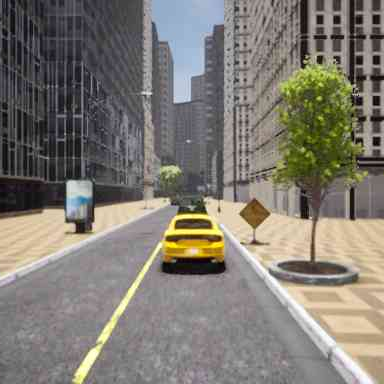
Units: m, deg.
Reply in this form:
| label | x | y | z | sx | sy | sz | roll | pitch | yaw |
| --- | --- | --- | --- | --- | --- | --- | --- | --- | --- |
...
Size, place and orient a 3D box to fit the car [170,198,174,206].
| label | x | y | z | sx | sy | sz | roll | pitch | yaw |
| --- | --- | --- | --- | --- | --- | --- | --- | --- | --- |
| car | -2.797 | 1.694 | 58.993 | 1.882 | 1.535 | 5.008 | 0 | 0 | 1 |

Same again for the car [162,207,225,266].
| label | x | y | z | sx | sy | sz | roll | pitch | yaw |
| --- | --- | --- | --- | --- | --- | --- | --- | --- | --- |
| car | 0.034 | 1.513 | 11.724 | 1.882 | 1.535 | 5.008 | 0 | 0 | -1 |

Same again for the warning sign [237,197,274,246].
| label | x | y | z | sx | sy | sz | roll | pitch | yaw |
| --- | --- | --- | --- | --- | --- | --- | --- | --- | --- |
| warning sign | 2.518 | 1.157 | 13.405 | 1.300 | 1.860 | 1.060 | 0 | 0 | 0 |

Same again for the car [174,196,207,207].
| label | x | y | z | sx | sy | sz | roll | pitch | yaw |
| --- | --- | --- | --- | --- | --- | --- | --- | --- | --- |
| car | 0.034 | 1.310 | 26.428 | 2.150 | 2.045 | 5.566 | 0 | 0 | 1 |
